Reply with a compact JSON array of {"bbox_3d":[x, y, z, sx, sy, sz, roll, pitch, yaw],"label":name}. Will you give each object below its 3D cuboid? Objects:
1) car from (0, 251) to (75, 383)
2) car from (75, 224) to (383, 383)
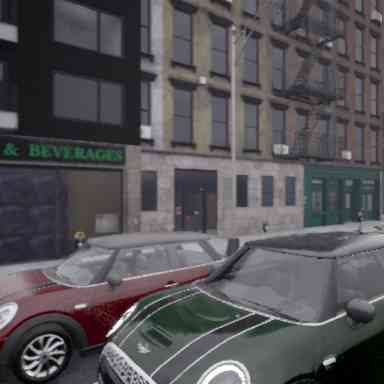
[{"bbox_3d":[-1.232,1.439,5.310,4.097,1.590,1.967,0,0,-36],"label":"car"},{"bbox_3d":[1.260,1.351,3.968,4.553,1.767,2.097,0,0,-36],"label":"car"}]
